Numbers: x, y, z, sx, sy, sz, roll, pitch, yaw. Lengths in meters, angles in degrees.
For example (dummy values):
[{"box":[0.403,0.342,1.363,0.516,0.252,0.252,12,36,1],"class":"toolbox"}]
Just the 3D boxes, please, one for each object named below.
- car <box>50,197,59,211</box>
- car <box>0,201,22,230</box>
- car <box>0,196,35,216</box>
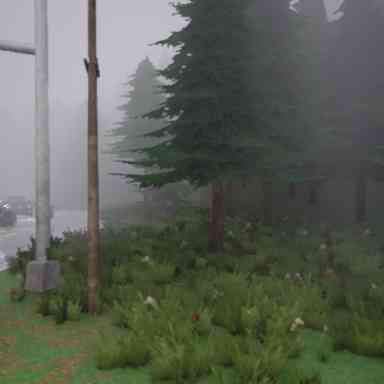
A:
[{"box":[-15.901,1.251,35.697,1.812,1.442,4.674,0,0,-41],"class":"car"},{"box":[-11.442,1.421,18.718,1.994,1.385,4.181,0,1,-11],"class":"car"},{"box":[-14.971,1.139,28.357,2.097,1.767,4.553,-1,1,-32],"class":"car"}]
